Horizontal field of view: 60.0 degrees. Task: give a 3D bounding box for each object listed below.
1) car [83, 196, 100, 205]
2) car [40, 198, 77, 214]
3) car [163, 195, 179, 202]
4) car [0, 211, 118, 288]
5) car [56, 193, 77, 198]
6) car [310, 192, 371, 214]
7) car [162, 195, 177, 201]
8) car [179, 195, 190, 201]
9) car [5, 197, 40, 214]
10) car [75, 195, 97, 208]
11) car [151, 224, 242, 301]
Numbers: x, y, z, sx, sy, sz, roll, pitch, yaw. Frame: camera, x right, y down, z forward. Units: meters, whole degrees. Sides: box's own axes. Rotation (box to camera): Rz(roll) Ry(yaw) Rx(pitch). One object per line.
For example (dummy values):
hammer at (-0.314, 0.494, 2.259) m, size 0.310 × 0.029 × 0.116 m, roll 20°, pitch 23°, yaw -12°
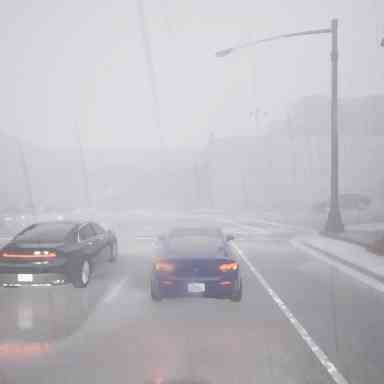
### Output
car at (-18.499, 1.507, 61.421) m, size 1.837 × 1.490 × 4.892 m, roll 0°, pitch -1°, yaw -1°
car at (-14.340, 1.601, 36.006) m, size 1.895 × 1.301 × 4.718 m, roll 0°, pitch 0°, yaw -4°
car at (-4.646, 1.355, 73.323) m, size 2.097 × 1.767 × 4.553 m, roll 0°, pitch 0°, yaw 2°
car at (-3.391, 1.505, 9.212) m, size 1.837 × 1.490 × 4.892 m, roll 0°, pitch 0°, yaw 0°
car at (-18.252, 1.220, 48.310) m, size 2.150 × 2.045 × 5.566 m, roll 0°, pitch 0°, yaw -1°
car at (12.565, 0.891, 28.345) m, size 4.892 × 1.490 × 1.837 m, roll -7°, pitch 0°, yaw 0°
car at (-5.712, 1.552, 85.254) m, size 1.994 × 1.385 × 4.181 m, roll 0°, pitch 0°, yaw 24°
car at (-2.029, 1.524, 85.033) m, size 1.812 × 1.442 × 4.674 m, roll 0°, pitch 0°, yaw 24°
car at (-17.735, 1.351, 35.048) m, size 2.097 × 1.767 × 4.553 m, roll 0°, pitch 0°, yaw -5°
car at (-14.738, 1.477, 47.815) m, size 1.882 × 1.535 × 5.008 m, roll 0°, pitch 0°, yaw -1°
car at (0.098, 1.526, 8.195) m, size 1.812 × 1.442 × 4.674 m, roll 0°, pitch 0°, yaw 0°
